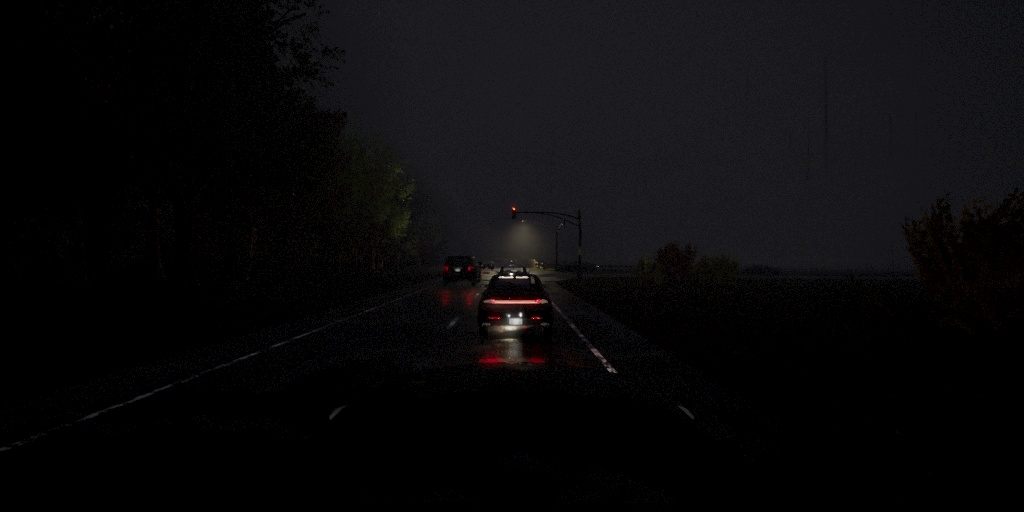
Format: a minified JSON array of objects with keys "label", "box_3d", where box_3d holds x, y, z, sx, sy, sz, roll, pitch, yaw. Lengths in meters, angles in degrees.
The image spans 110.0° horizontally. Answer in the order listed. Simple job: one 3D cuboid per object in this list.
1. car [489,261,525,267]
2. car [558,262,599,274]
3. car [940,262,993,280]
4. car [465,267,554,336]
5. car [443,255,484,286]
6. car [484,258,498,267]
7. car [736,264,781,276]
[{"label":"car","box_3d":[0.066,1.246,19.792,2.128,1.511,4.902,0,0,0]},{"label":"car","box_3d":[8.046,1.409,43.646,4.902,1.511,2.128,1,-1,17]},{"label":"car","box_3d":[50.197,1.517,38.704,5.566,2.045,2.150,1,-1,1]},{"label":"car","box_3d":[0.084,1.244,10.394,2.128,1.511,4.902,0,0,0]},{"label":"car","box_3d":[-3.449,0.977,25.470,2.150,2.045,5.566,0,0,0]},{"label":"car","box_3d":[-3.513,1.357,52.691,1.895,1.301,4.718,0,0,0]},{"label":"car","box_3d":[28.564,1.667,42.362,5.357,1.411,2.033,1,-1,0]}]
